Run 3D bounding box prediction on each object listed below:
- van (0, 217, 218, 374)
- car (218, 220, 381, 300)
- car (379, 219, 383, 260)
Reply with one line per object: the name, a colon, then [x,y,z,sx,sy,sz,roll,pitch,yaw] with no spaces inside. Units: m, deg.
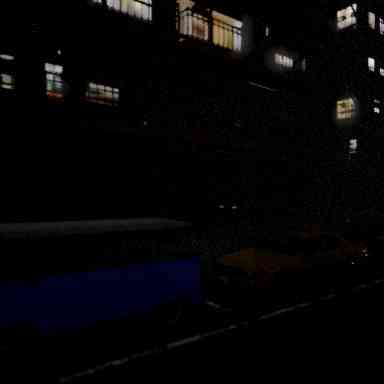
van: [-1.717,1.348,5.332,3.998,1.788,1.690,0,0,-36]
car: [2.640,1.553,8.442,4.829,1.417,1.752,0,0,-36]
car: [7.274,1.618,11.748,4.313,1.339,1.947,0,0,-36]
